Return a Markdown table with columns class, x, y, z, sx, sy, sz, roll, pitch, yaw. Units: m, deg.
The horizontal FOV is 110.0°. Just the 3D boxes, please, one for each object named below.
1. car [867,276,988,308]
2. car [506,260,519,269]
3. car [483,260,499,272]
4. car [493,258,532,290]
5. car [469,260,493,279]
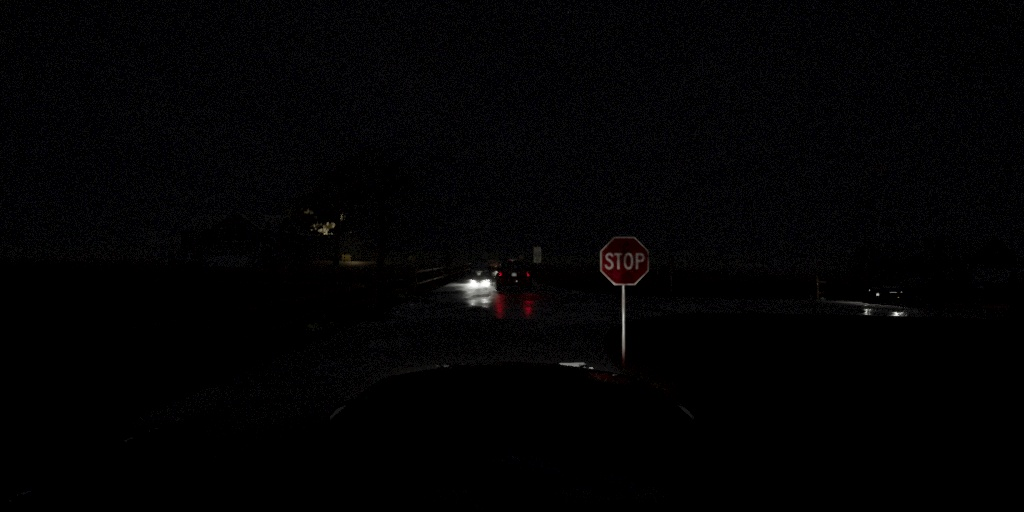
| class | x | y | z | sx | sy | sz | roll | pitch | yaw |
| --- | --- | --- | --- | --- | --- | --- | --- | --- | --- |
| car | 21.041 | 1.766 | 18.260 | 4.892 | 1.490 | 1.837 | 1 | -1 | 0 |
| car | 0.054 | 1.391 | 62.058 | 2.128 | 1.511 | 4.902 | 0 | 0 | 0 |
| car | -2.800 | 1.321 | 49.131 | 1.882 | 1.535 | 5.008 | 0 | 0 | 0 |
| car | 0.122 | 1.121 | 22.670 | 2.097 | 1.767 | 4.553 | 0 | 0 | 0 |
| car | -2.822 | 1.280 | 33.033 | 2.128 | 1.511 | 4.902 | 0 | 0 | 0 |
